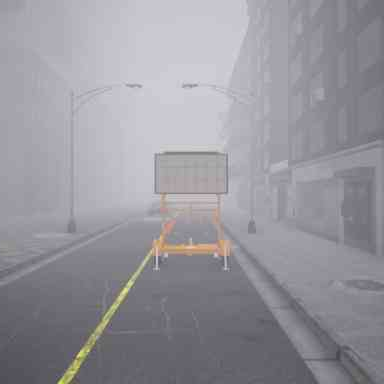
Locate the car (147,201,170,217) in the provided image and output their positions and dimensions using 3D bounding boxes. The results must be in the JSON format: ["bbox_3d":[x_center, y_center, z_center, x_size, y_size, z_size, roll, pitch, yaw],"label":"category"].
[{"bbox_3d":[-3.060,1.569,31.630,2.033,1.411,5.357,0,0,0],"label":"car"}]

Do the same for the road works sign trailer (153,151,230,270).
[{"bbox_3d":[-0.023,0.467,11.022,2.380,3.560,2.880,0,0,0],"label":"road works sign trailer"}]
